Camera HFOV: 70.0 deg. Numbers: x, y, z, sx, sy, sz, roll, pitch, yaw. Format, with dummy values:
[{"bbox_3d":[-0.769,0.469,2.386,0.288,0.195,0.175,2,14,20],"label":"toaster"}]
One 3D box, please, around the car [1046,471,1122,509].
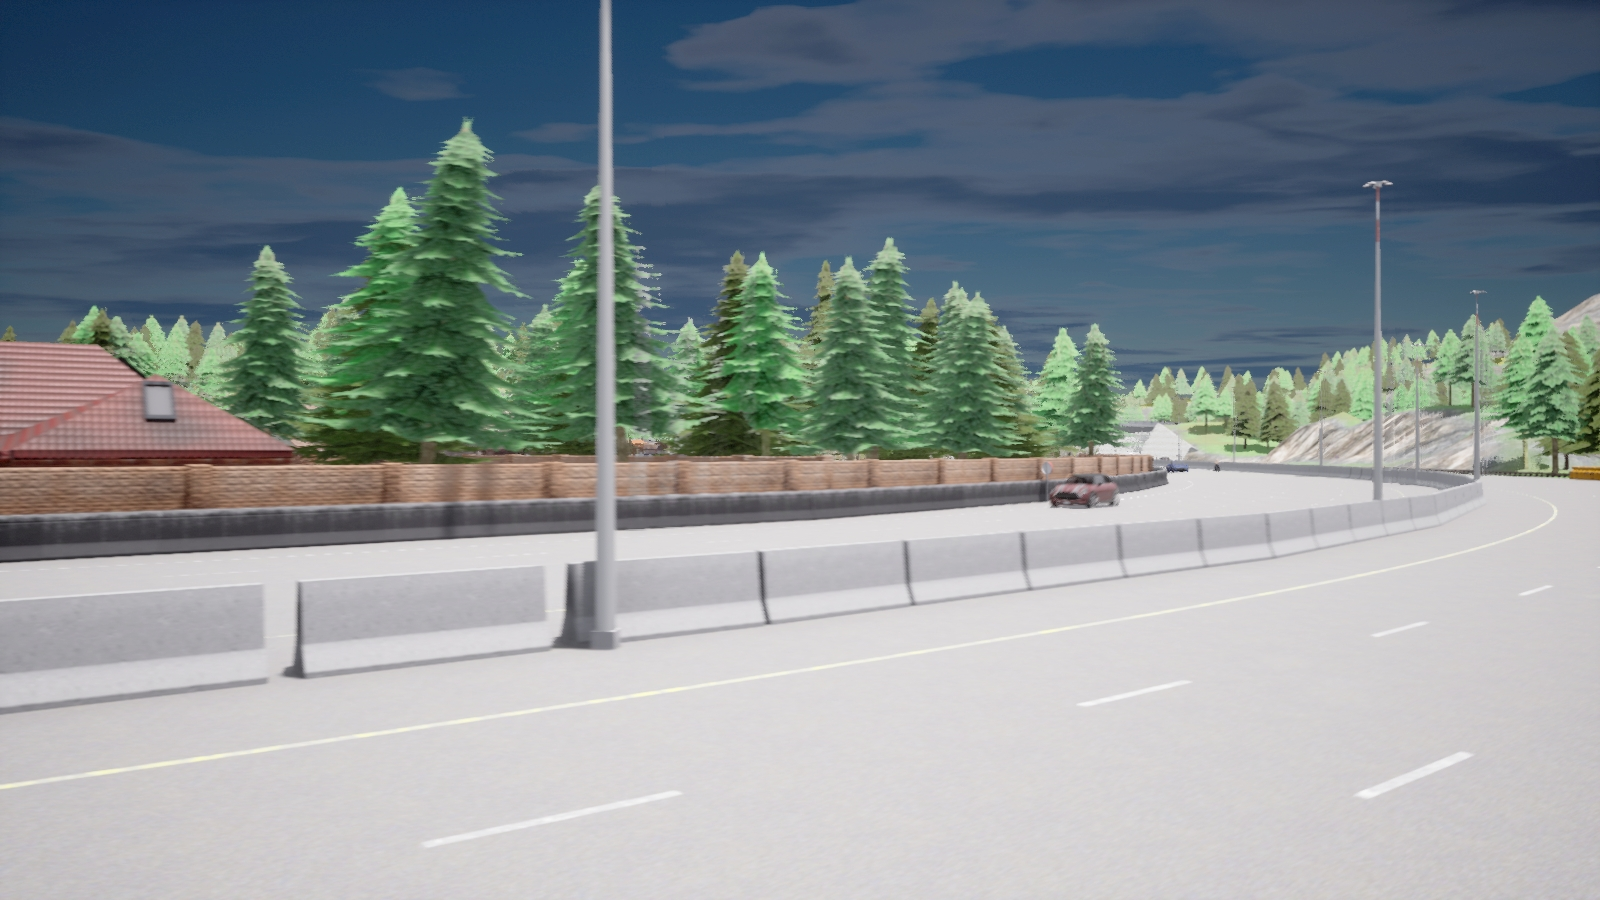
[{"bbox_3d":[14.212,1.957,56.973,2.097,1.767,4.553,0,0,36],"label":"car"}]
